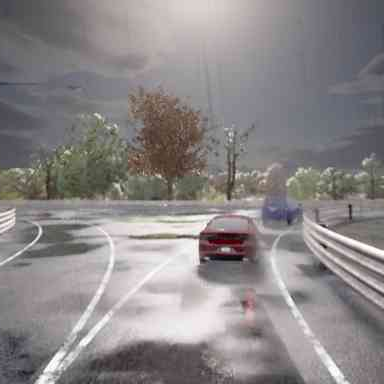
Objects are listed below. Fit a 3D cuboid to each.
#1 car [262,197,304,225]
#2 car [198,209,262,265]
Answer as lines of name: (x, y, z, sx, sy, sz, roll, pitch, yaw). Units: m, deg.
car: (7.180, 1.427, 26.131, 2.150, 2.045, 5.566, 0, -1, 31)
car: (1.493, 1.574, 12.219, 1.882, 1.535, 5.008, 0, -1, 12)
